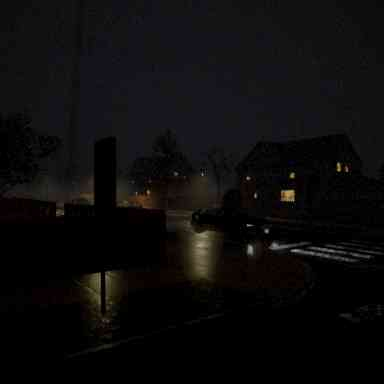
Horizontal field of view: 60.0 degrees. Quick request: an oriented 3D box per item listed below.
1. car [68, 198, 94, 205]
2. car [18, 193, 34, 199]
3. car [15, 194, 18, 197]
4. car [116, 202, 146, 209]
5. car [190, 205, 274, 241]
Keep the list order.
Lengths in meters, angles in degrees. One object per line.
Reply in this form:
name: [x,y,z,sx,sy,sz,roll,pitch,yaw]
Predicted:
car: [-12.029,1.375,35.840,1.812,1.442,4.674,0,0,-36]
car: [-37.509,1.254,75.966,2.033,1.411,5.357,0,0,-36]
car: [-43.612,1.097,84.413,1.812,1.442,4.674,0,0,-36]
car: [-4.847,1.466,25.872,1.994,1.385,4.181,0,0,-36]
car: [1.855,1.447,16.588,2.128,1.511,4.902,0,0,-36]
